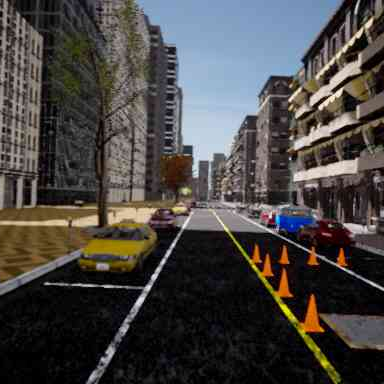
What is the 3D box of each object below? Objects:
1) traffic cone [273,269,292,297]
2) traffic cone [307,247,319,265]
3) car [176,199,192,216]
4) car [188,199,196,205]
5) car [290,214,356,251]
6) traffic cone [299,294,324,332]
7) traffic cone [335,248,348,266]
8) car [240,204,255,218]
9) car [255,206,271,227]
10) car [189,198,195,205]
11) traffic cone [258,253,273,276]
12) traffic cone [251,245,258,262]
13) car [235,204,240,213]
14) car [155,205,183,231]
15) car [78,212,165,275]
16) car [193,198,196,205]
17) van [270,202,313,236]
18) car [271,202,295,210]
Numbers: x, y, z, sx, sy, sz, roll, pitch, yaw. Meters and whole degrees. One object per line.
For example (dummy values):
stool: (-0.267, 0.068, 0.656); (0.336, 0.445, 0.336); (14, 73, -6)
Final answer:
traffic cone: (2.174, 2.123, 7.862); (0.340, 0.580, 0.340); (2, -1, 2)
traffic cone: (4.291, 2.244, 11.799); (0.340, 0.580, 0.340); (2, -1, 2)
car: (-1.319, 1.921, 38.341); (1.752, 1.417, 4.829); (2, -1, 2)
car: (0.138, 2.625, 87.461); (1.947, 1.339, 4.313); (2, -1, 2)
car: (6.397, 1.996, 16.139); (1.802, 1.307, 4.206); (2, -1, 2)
traffic cone: (2.115, 2.098, 5.863); (0.340, 0.580, 0.340); (2, -1, 2)
traffic cone: (5.290, 2.279, 11.769); (0.340, 0.580, 0.340); (2, -1, 2)
car: (7.056, 2.246, 38.258); (2.008, 1.369, 4.403); (2, -1, 2)
car: (6.731, 1.994, 27.200); (1.967, 1.590, 4.097); (2, -1, 2)
car: (-0.986, 2.087, 49.571); (1.887, 1.381, 4.507); (2, -1, 2)
traffic cone: (2.233, 2.148, 9.861); (0.340, 0.580, 0.340); (2, -1, 2)
traffic cone: (2.293, 2.173, 11.860); (0.340, 0.580, 0.340); (2, -1, 2)
car: (7.384, 2.390, 49.318); (2.008, 1.369, 4.403); (2, -1, 2)
car: (-1.810, 1.768, 21.922); (1.802, 1.307, 4.206); (2, -1, 2)
car: (-2.142, 1.570, 10.692); (1.752, 1.417, 4.829); (2, -1, 2)
car: (-0.018, 2.297, 81.944); (2.192, 1.841, 5.009); (2, -1, 2)
van: (6.570, 1.825, 21.671); (1.690, 1.788, 3.998); (2, -1, 2)
car: (18.693, 2.821, 68.392); (4.403, 1.369, 2.008); (1, 0, 1)
